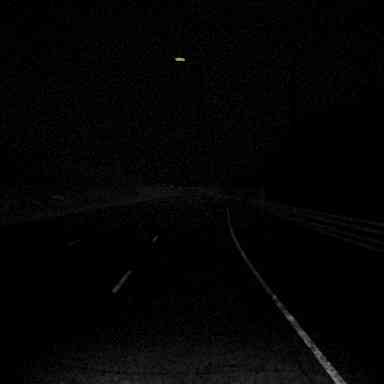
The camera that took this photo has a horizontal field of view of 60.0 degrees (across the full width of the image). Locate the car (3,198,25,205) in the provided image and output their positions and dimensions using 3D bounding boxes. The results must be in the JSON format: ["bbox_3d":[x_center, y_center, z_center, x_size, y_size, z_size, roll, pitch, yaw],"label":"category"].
[{"bbox_3d":[-24.563,1.562,46.549,1.994,1.385,4.181,0,0,0],"label":"car"}]

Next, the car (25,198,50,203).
[{"bbox_3d":[-21.065,1.562,46.660,1.994,1.385,4.181,0,0,0],"label":"car"}]

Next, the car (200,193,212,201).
[{"bbox_3d":[3.489,1.353,76.651,1.882,1.535,5.008,0,0,0],"label":"car"}]

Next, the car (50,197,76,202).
[{"bbox_3d":[-17.565,1.476,46.785,1.882,1.535,5.008,0,0,0],"label":"car"}]
